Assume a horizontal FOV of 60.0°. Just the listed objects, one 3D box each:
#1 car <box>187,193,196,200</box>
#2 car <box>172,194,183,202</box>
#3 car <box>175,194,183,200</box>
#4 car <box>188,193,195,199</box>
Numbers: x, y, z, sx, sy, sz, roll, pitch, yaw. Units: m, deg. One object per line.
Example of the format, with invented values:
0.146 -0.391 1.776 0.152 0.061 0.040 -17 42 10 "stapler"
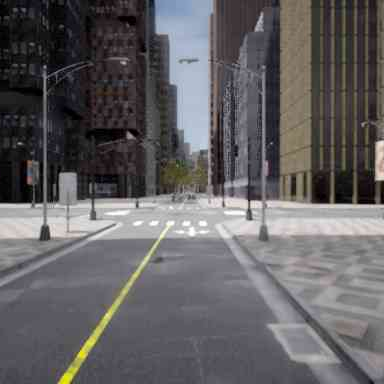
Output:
-0.115 1.274 81.480 1.812 1.442 4.674 0 0 0 "car"
-3.085 1.307 67.380 2.128 1.511 4.902 0 0 0 "car"
-3.119 1.270 82.861 1.812 1.442 4.674 0 0 0 "car"
-0.141 1.087 91.484 2.128 1.511 4.902 0 0 0 "car"
